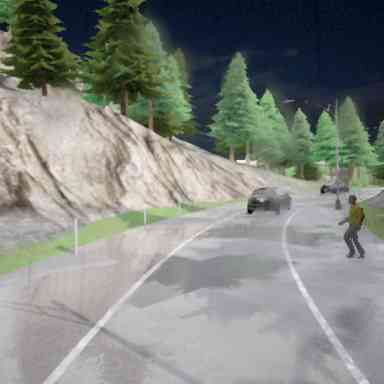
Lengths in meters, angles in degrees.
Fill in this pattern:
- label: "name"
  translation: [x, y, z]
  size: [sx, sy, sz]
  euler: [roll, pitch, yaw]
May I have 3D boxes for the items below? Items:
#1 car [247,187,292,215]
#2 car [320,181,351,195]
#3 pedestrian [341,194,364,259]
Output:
- label: "car"
  translation: [5.296, 0.454, 22.345]
  size: [2.097, 1.767, 4.553]
  euler: [-1, 3, 27]
- label: "car"
  translation: [16.291, -0.489, 37.916]
  size: [4.674, 1.442, 1.812]
  euler: [-5, 2, -42]
- label: "pedestrian"
  translation: [4.549, 0.941, 9.398]
  size: [0.375, 1.860, 0.375]
  euler: [4, -1, 12]
